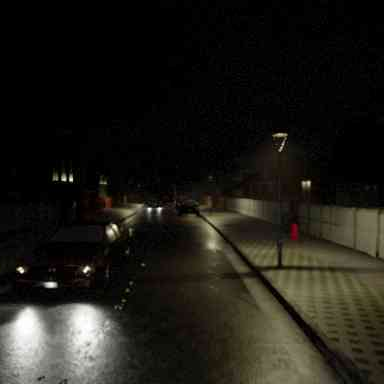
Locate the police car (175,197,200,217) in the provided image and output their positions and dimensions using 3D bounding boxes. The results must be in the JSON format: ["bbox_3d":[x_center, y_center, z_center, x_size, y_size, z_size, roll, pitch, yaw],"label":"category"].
[{"bbox_3d":[-0.347,1.470,32.411,1.930,1.638,5.238,0,0,-4],"label":"police car"}]

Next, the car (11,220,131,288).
[{"bbox_3d":[-2.986,1.552,9.577,2.033,1.411,5.357,0,0,-1],"label":"car"}]

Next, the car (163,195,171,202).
[{"bbox_3d":[-6.394,1.626,83.432,1.882,1.535,5.008,0,0,-6],"label":"car"}]

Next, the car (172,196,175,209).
[{"bbox_3d":[-1.149,1.562,42.317,1.882,1.535,5.008,0,0,-5],"label":"car"}]

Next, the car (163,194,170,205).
[{"bbox_3d":[-4.532,1.447,66.426,2.150,2.045,5.566,0,0,-6],"label":"car"}]

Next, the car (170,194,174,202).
[{"bbox_3d":[-1.734,1.464,48.289,2.097,1.767,4.553,0,0,-6],"label":"car"}]

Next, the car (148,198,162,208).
[{"bbox_3d":[-5.702,1.663,50.955,1.812,1.442,4.674,0,0,-6],"label":"car"}]
